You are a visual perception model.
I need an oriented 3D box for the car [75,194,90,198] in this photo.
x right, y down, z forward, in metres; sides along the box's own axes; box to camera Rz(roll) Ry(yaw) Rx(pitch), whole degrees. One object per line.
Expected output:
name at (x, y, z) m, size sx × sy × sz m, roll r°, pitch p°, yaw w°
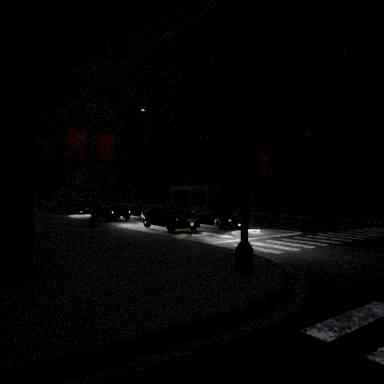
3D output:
car at (-21.898, 1.475, 66.151) m, size 2.150 × 2.045 × 5.566 m, roll 0°, pitch 0°, yaw -36°

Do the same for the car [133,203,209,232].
car at (-1.429, 1.548, 20.627) m, size 2.128 × 1.511 × 4.902 m, roll 0°, pitch 0°, yaw -36°

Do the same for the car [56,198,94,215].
car at (-13.049, 1.680, 36.818) m, size 2.033 × 1.411 × 5.357 m, roll 0°, pitch 0°, yaw -35°

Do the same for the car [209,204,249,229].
car at (1.412, 1.609, 22.303) m, size 2.033 × 1.411 × 5.357 m, roll 0°, pitch 0°, yaw -33°

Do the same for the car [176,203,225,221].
car at (0.631, 1.693, 29.242) m, size 1.895 × 1.301 × 4.718 m, roll 0°, pitch 0°, yaw -36°

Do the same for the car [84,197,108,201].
car at (-10.548, 1.632, 38.906) m, size 2.128 × 1.511 × 4.902 m, roll 0°, pitch 0°, yaw -36°

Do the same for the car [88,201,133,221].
car at (-6.873, 1.693, 28.204) m, size 1.895 × 1.301 × 4.718 m, roll 0°, pitch 0°, yaw -36°

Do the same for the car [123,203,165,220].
car at (-4.479, 1.701, 30.437) m, size 1.895 × 1.301 × 4.718 m, roll 0°, pitch 0°, yaw -36°

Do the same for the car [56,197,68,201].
car at (-25.181, 1.745, 65.148) m, size 2.128 × 1.511 × 4.902 m, roll 0°, pitch 0°, yaw -36°
